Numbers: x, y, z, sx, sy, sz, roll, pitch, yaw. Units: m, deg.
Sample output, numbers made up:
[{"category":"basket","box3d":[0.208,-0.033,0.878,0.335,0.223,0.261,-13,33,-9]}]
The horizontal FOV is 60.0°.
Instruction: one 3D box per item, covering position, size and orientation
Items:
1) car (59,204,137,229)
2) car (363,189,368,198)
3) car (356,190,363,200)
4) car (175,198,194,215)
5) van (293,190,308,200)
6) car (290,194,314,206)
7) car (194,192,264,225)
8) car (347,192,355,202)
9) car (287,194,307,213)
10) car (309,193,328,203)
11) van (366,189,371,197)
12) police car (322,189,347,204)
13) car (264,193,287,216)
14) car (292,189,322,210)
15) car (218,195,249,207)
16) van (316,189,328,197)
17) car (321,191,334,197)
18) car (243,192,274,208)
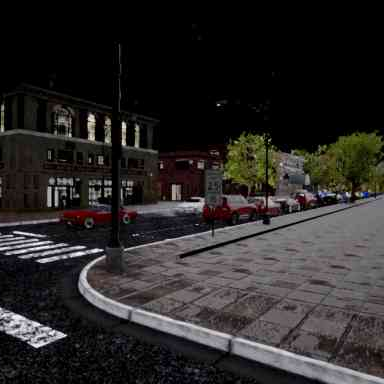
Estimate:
[{"category":"car","box3d":[-5.632,1.401,20.422,1.895,1.301,4.718,1,1,34]},{"category":"car","box3d":[34.080,0.623,68.033,1.752,1.417,4.829,1,2,34]},{"category":"car","box3d":[30.846,0.751,63.325,1.802,1.307,4.206,1,2,34]},{"category":"car","box3d":[0.448,1.197,29.282,1.812,1.442,4.674,1,1,35]},{"category":"van","box3d":[20.796,0.504,63.481,1.690,1.788,3.998,1,2,34]},{"category":"car","box3d":[14.920,0.971,44.790,1.812,1.442,4.674,1,1,35]},{"category":"car","box3d":[2.618,1.093,22.191,2.192,1.841,5.009,1,1,34]},{"category":"car","box3d":[23.634,0.690,52.083,2.097,1.767,4.553,1,1,34]},{"category":"car","box3d":[8.890,1.196,31.336,2.008,1.369,4.403,1,2,34]},{"category":"car","box3d":[19.923,0.861,52.179,1.812,1.442,4.674,1,1,34]},{"category":"van","box3d":[40.260,0.302,77.029,1.690,1.788,3.998,1,2,34]},{"category":"police car","box3d":[19.769,0.847,46.415,1.930,1.638,5.238,1,1,34]},{"category":"car","box3d":[5.754,1.152,26.763,1.967,1.590,4.097,1,1,34]},{"category":"car","box3d":[12.029,0.893,35.901,2.192,1.841,5.009,1,2,34]},{"category":"car","box3d":[5.110,1.069,40.638,1.947,1.339,4.313,1,2,34]},{"category":"van","box3d":[30.206,0.297,77.190,1.690,1.788,3.998,1,2,34]},{"category":"car","box3d":[33.340,0.437,81.765,2.008,1.369,4.403,1,2,34]},{"category":"car","box3d":[8.143,0.861,40.460,2.097,1.767,4.553,1,1,35]}]
